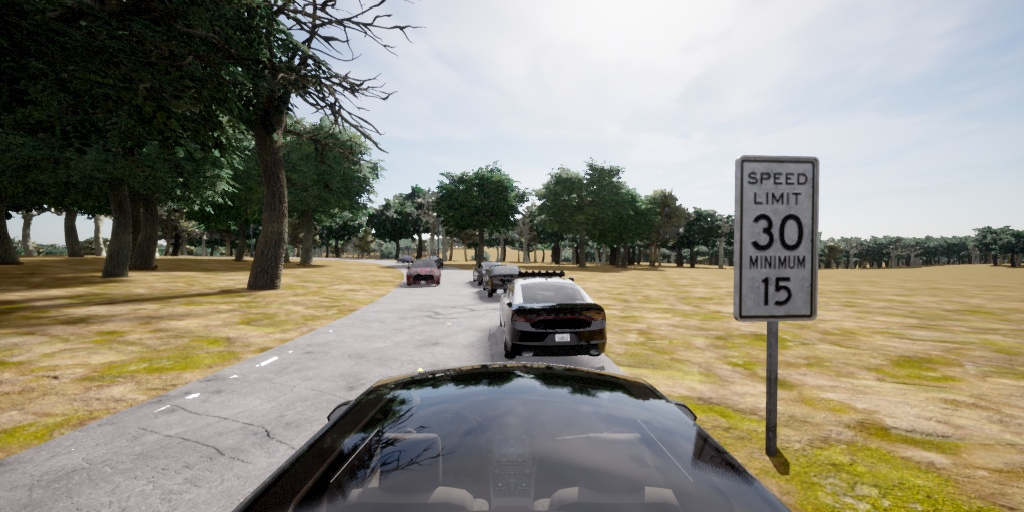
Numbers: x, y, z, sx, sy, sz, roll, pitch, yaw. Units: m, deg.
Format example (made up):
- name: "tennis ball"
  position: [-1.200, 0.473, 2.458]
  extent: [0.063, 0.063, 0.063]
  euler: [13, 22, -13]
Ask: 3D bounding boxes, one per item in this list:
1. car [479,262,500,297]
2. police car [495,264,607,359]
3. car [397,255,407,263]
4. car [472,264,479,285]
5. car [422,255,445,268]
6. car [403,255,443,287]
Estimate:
- name: "car"
  position: [-0.458, 1.174, 18.655]
  extent: [1.882, 1.535, 5.008]
  euler: [0, 1, -9]
- name: "police car"
  position: [0.682, 1.167, 8.615]
  extent: [1.930, 1.638, 5.238]
  euler: [0, 0, -4]
- name: "car"
  position: [-18.386, 0.513, 61.891]
  extent: [1.994, 1.385, 4.181]
  euler: [-1, 1, -35]
- name: "car"
  position: [-1.596, 1.142, 24.680]
  extent: [1.837, 1.490, 4.892]
  euler: [0, 1, -12]
- name: "car"
  position: [-10.550, 0.702, 47.797]
  extent: [1.882, 1.535, 5.008]
  euler: [0, 1, -25]
- name: "car"
  position: [-5.833, 1.007, 23.899]
  extent: [2.097, 1.767, 4.553]
  euler: [0, 1, -13]
